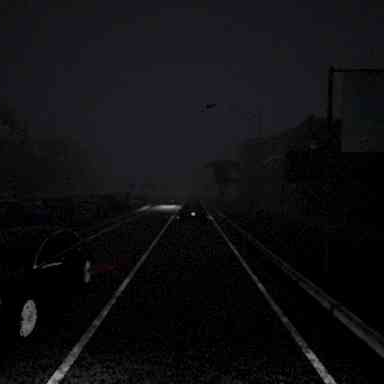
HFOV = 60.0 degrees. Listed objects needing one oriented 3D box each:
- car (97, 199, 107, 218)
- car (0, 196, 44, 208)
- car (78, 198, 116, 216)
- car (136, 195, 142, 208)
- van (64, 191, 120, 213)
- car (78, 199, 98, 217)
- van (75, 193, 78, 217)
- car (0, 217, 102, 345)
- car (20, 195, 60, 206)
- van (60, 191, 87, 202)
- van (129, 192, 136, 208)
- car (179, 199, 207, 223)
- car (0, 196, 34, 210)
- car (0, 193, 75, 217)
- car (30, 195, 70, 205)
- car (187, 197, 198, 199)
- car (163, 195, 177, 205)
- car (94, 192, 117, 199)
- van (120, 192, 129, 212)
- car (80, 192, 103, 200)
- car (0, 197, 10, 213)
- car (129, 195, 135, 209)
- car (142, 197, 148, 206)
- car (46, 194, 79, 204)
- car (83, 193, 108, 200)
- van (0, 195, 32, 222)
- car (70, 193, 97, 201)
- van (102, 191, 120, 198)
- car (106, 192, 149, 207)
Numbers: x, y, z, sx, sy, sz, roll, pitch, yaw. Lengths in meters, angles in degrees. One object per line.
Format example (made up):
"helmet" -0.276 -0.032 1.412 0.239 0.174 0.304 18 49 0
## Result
"car" -8.967 1.469 24.248 4.674 1.452 2.002 0 0 0
"car" -22.092 1.278 43.009 5.008 1.535 2.097 0 1 0
"car" -9.004 1.444 27.056 4.792 1.488 2.163 0 0 0
"car" -9.005 1.335 41.074 4.674 1.452 2.002 0 1 0
"van" -9.097 1.167 29.857 4.442 1.987 1.878 0 0 0
"car" -8.970 1.441 21.445 4.892 1.521 2.231 0 0 0
"van" -9.075 1.225 18.636 4.442 1.987 1.878 0 0 0
"car" -3.353 1.490 6.451 1.837 1.490 4.892 0 0 0
"car" -22.126 1.256 48.560 4.792 1.488 2.163 0 1 0
"van" -22.241 0.871 62.434 4.442 1.987 1.878 0 1 0
"van" -9.114 1.095 38.269 4.442 1.987 1.878 0 1 0
"car" 0.085 1.474 24.853 1.994 1.385 4.181 0 0 0
"car" -22.086 1.304 40.233 5.008 1.535 2.097 0 1 0
"car" -8.925 1.204 15.836 5.566 2.045 2.435 0 0 0
"car" -21.917 1.197 51.335 5.366 1.575 1.946 0 1 0
"car" 0.075 1.340 42.193 2.033 1.411 5.357 0 0 0
"car" -3.350 1.210 51.139 2.128 1.511 4.902 0 0 0
"car" -21.983 0.896 84.639 5.366 1.575 1.946 0 0 0
"van" -8.869 1.146 32.659 4.442 1.987 1.878 0 1 0
"car" -22.178 0.870 73.538 4.553 1.767 2.185 0 1 0
"car" -22.064 1.356 34.683 4.892 1.521 2.231 0 1 0
"car" -8.986 1.347 35.468 5.008 1.535 2.097 0 1 0
"car" -8.823 1.266 43.877 5.366 1.575 1.946 0 1 0
"car" -22.085 1.178 56.887 4.792 1.488 2.163 0 1 0
"car" -22.158 0.971 76.315 5.008 1.535 2.097 0 1 0
"van" -9.064 1.233 13.032 4.442 1.987 1.878 0 0 0
"car" -22.131 1.046 67.989 5.008 1.535 2.097 0 1 0
"van" -22.062 0.626 90.188 4.442 1.987 1.878 0 0 0
"car" -8.985 0.992 46.678 5.566 2.045 2.435 0 1 0
